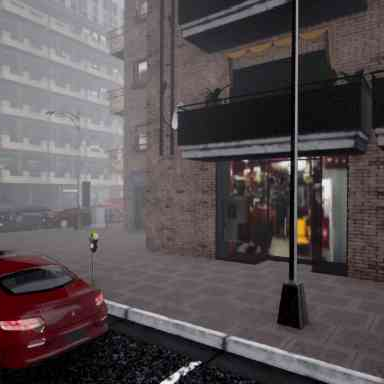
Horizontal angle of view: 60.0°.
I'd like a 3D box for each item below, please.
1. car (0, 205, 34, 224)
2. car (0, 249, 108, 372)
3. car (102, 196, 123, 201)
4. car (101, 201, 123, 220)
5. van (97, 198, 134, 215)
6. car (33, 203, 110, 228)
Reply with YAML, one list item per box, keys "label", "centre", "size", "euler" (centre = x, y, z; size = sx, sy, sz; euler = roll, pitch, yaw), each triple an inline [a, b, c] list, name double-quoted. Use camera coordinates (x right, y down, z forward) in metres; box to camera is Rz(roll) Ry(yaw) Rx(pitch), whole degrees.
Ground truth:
- label: "car"
  centre: [-13.244, 1.727, 26.979]
  size: [1.994, 1.385, 4.181]
  euler: [1, 0, 36]
- label: "car"
  centre: [-3.085, 1.582, 5.205]
  size: [4.206, 1.307, 1.802]
  euler: [0, 0, 36]
- label: "car"
  centre: [-7.761, 1.485, 34.612]
  size: [2.150, 2.045, 5.566]
  euler: [1, 0, 36]
- label: "car"
  centre: [-8.266, 1.779, 28.365]
  size: [2.033, 1.411, 5.357]
  euler: [1, 0, 35]
- label: "van"
  centre: [-8.636, 1.606, 37.821]
  size: [1.690, 1.788, 3.998]
  euler: [0, -1, 36]
- label: "car"
  centre: [-8.461, 1.756, 23.702]
  size: [1.887, 1.381, 4.507]
  euler: [0, -1, 36]
